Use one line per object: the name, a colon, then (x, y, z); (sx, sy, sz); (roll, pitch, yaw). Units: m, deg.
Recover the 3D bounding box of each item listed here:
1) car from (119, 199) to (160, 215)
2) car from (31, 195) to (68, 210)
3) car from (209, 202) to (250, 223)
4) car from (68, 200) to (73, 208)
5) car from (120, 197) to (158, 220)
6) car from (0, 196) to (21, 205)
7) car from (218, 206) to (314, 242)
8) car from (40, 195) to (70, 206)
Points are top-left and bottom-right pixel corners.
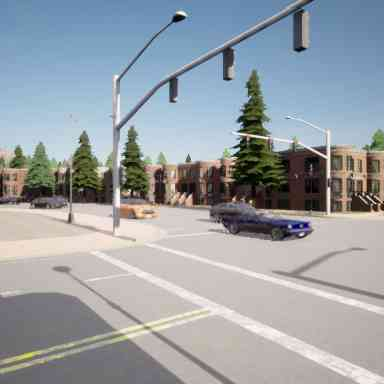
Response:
car: (-5.664, 1.492, 35.262); (2.128, 1.511, 4.902); (0, 0, -39)
car: (-18.655, 1.505, 42.640); (4.892, 1.490, 1.837); (0, -1, 31)
car: (3.256, 1.491, 23.603); (2.128, 1.511, 4.902); (0, 0, -38)
car: (-18.966, 1.491, 46.859); (4.902, 1.511, 2.128); (0, 0, 29)
car: (-4.781, 1.351, 28.404); (2.097, 1.767, 4.553); (0, 0, -37)
car: (-32.908, 1.492, 58.970); (4.902, 1.511, 2.128); (0, 0, 9)
car: (3.666, 1.601, 16.774); (1.895, 1.301, 4.718); (0, 0, -35)
car: (-23.225, 1.352, 56.500); (4.553, 1.767, 2.097); (0, 0, 21)
